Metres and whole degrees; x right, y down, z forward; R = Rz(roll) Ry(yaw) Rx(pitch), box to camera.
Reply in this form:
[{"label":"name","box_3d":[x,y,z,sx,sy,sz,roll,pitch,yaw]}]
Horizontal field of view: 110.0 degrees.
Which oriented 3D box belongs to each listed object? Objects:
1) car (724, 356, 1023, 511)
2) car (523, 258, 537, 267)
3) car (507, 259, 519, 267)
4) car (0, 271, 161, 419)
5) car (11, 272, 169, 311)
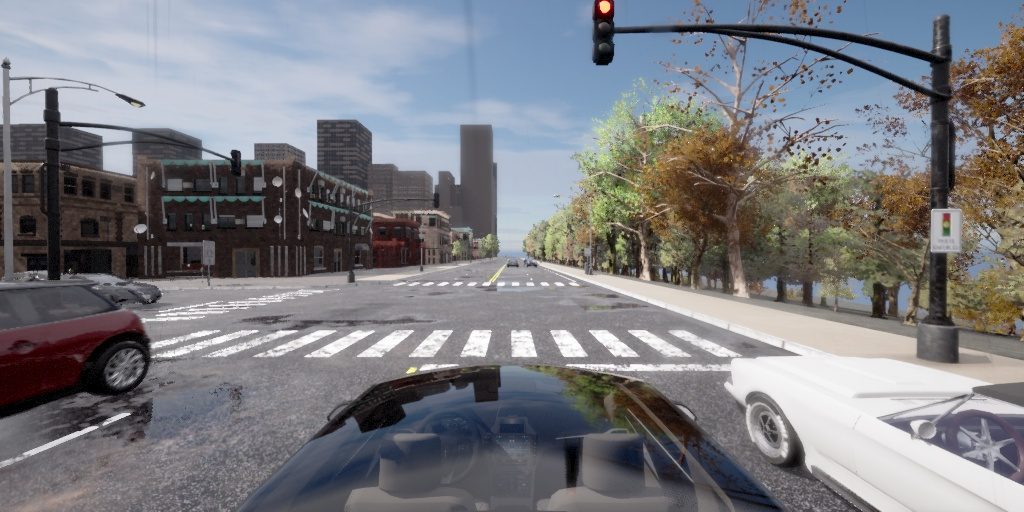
[{"label":"car","box_3d":[3.350,1.351,1.940,1.895,1.301,4.718,0,0,0]},{"label":"car","box_3d":[3.420,1.327,63.437,1.895,1.301,4.718,0,0,0]},{"label":"car","box_3d":[0.159,1.290,63.446,1.994,1.385,4.181,0,0,1]},{"label":"car","box_3d":[-6.582,1.101,3.555,2.097,1.767,4.553,0,0,-1]},{"label":"car","box_3d":[-17.762,1.473,15.240,4.674,1.442,1.812,-1,1,2]}]
